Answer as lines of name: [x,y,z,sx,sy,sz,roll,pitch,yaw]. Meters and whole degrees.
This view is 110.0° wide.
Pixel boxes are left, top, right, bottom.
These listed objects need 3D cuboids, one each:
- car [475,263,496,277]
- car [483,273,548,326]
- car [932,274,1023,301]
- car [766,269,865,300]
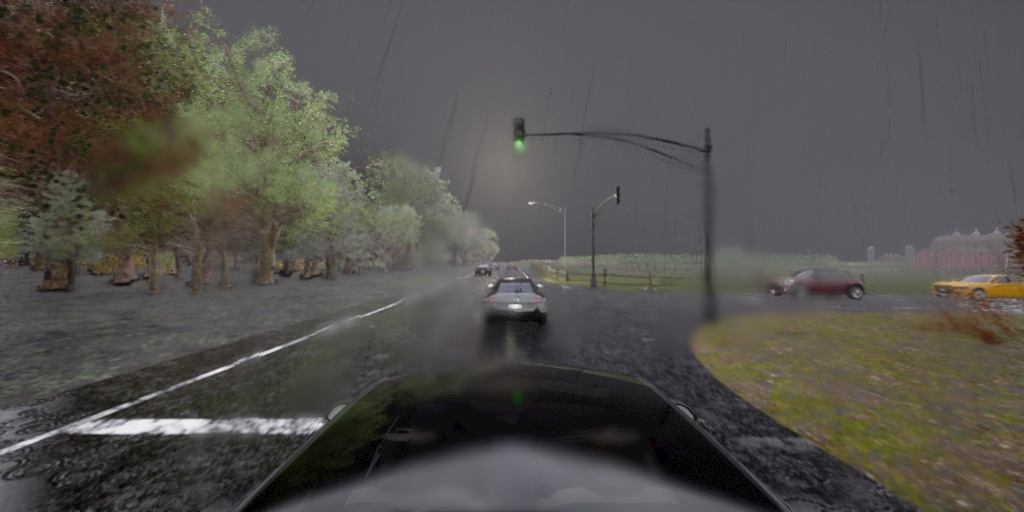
car: [-3.383,1.708,43.968,1.882,1.535,5.008,0,-1,0]
car: [0.105,1.437,12.276,1.994,1.385,4.181,0,-1,0]
car: [27.731,1.804,20.969,5.008,1.535,1.882,1,-2,0]
car: [17.654,1.569,21.066,4.553,1.767,2.097,1,-2,1]
